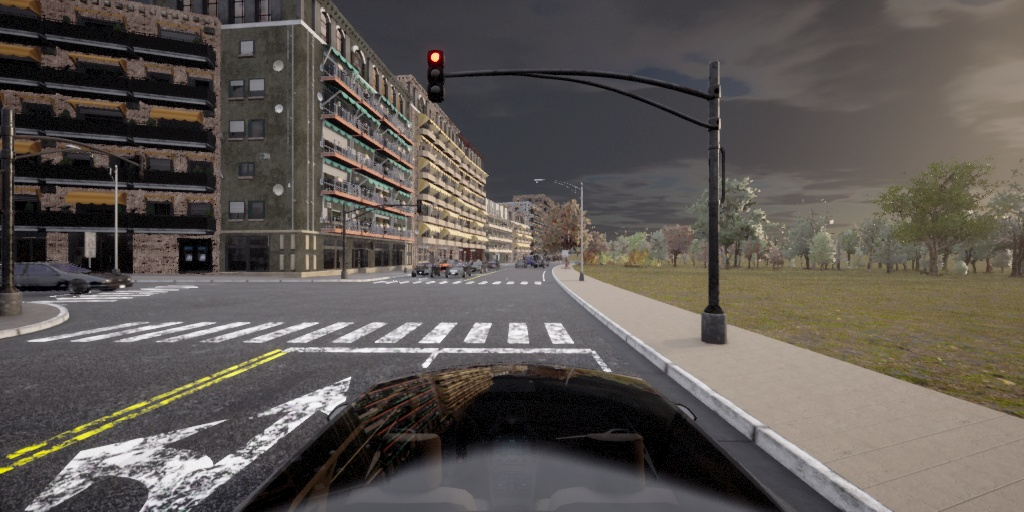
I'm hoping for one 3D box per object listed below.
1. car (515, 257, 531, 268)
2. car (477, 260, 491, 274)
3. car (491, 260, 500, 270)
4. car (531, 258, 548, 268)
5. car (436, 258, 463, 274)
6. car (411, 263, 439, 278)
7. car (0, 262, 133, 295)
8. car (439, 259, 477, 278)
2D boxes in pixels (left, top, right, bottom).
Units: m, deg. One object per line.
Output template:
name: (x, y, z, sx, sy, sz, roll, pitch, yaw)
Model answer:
car: (1.739, 1.432, 64.969, 2.128, 1.511, 4.902, 0, 0, 9)
car: (-4.267, 1.350, 44.279, 1.837, 1.490, 4.892, 0, 0, 6)
car: (-3.038, 1.452, 54.761, 1.994, 1.385, 4.181, 0, 0, 8)
car: (5.019, 1.447, 64.915, 1.837, 1.490, 4.892, 0, 0, 9)
car: (-7.579, 1.195, 43.767, 2.097, 1.767, 4.553, 0, 0, 6)
car: (-8.361, 1.374, 35.347, 1.994, 1.385, 4.181, 0, 0, 5)
car: (-20.693, 0.979, 15.877, 5.357, 1.411, 2.033, 1, 0, -19)
car: (-5.131, 1.301, 34.976, 2.128, 1.511, 4.902, 0, 0, 5)
